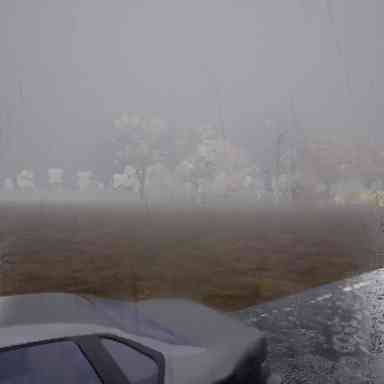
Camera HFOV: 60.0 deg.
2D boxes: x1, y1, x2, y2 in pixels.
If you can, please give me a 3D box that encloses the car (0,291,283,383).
[{"bbox_3d":[-1.731,1.552,2.173,5.357,1.411,2.033,0,0,-36],"label":"car"}]
